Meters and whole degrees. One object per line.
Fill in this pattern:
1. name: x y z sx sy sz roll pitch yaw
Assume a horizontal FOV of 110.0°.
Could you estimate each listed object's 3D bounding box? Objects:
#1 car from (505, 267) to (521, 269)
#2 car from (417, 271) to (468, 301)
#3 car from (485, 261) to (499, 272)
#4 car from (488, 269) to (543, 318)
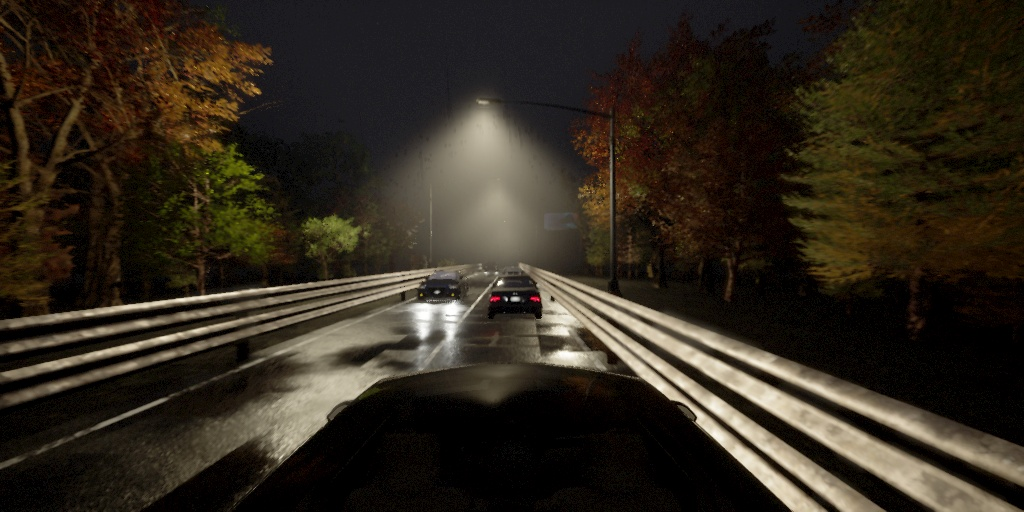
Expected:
1. car: 0.096 1.671 34.700 1.895 1.301 4.718 0 -1 0
2. car: -3.351 1.446 18.017 1.994 1.385 4.181 0 -1 0
3. car: -3.330 1.697 59.019 2.097 1.767 4.553 0 -1 0
4. car: 0.097 1.382 13.383 2.033 1.411 5.357 0 -1 0
